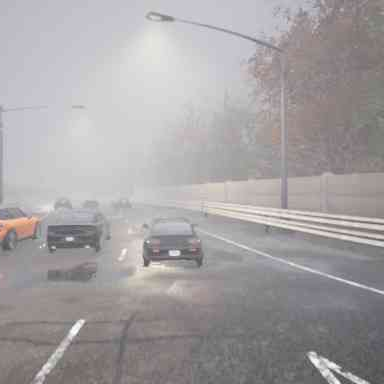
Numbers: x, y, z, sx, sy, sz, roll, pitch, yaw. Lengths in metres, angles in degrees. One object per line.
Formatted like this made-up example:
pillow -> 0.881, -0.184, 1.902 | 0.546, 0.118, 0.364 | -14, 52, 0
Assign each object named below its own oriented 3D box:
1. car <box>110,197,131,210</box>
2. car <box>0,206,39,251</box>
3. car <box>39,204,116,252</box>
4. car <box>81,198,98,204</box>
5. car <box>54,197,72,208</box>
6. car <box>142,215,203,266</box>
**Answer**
car -> -9.540, 1.386, 44.345 | 2.097, 1.767, 4.553 | 0, 0, -23
car -> -8.160, 1.382, 14.301 | 2.097, 1.767, 4.553 | 0, 0, -8
car -> -4.585, 1.494, 14.100 | 1.882, 1.535, 5.008 | 0, 0, -7
car -> -14.360, 1.530, 46.591 | 1.882, 1.535, 5.008 | 0, 0, -25
car -> -17.530, 1.416, 45.062 | 2.097, 1.767, 4.553 | 0, 0, -25
car -> -0.731, 1.528, 11.499 | 1.812, 1.442, 4.674 | 0, 0, -6
